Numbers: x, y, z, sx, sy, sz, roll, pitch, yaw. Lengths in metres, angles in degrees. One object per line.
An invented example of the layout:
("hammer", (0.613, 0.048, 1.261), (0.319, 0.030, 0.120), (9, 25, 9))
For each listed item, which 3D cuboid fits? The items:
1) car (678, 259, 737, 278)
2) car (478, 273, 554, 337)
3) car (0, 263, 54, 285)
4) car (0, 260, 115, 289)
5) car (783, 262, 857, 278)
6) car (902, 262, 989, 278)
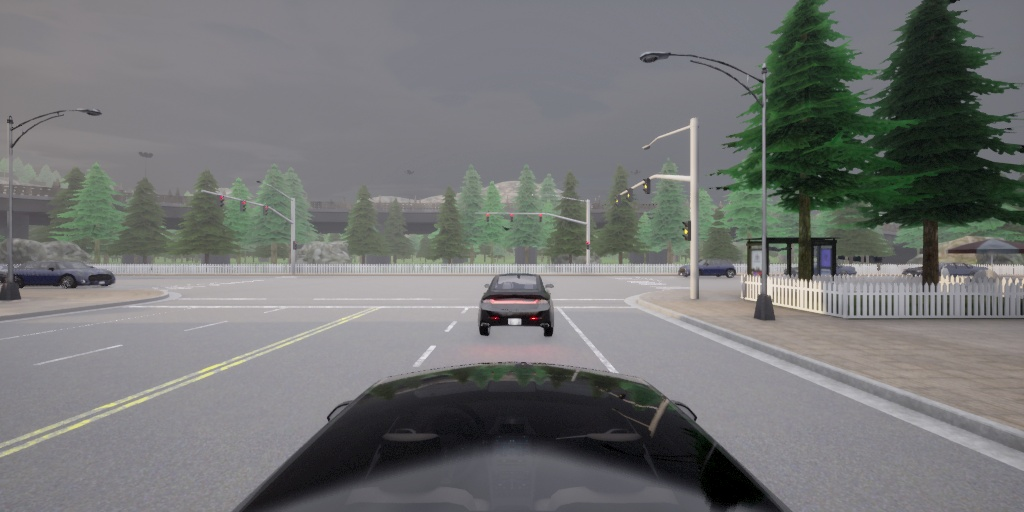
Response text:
("car", (17.513, 1.046, 32.347), (4.553, 1.767, 2.097), (0, 0, 0))
("car", (0.180, 1.242, 10.352), (2.128, 1.511, 4.902), (0, 0, 3))
("car", (-36.379, 1.242, 25.316), (5.357, 1.411, 2.033), (0, 0, -1))
("car", (-27.208, 1.048, 21.810), (4.553, 1.767, 2.097), (0, 0, 0))
("car", (27.670, 1.242, 32.255), (5.357, 1.411, 2.033), (0, 0, 1))
("car", (38.061, 1.242, 31.508), (5.357, 1.411, 2.033), (0, 0, 10))
